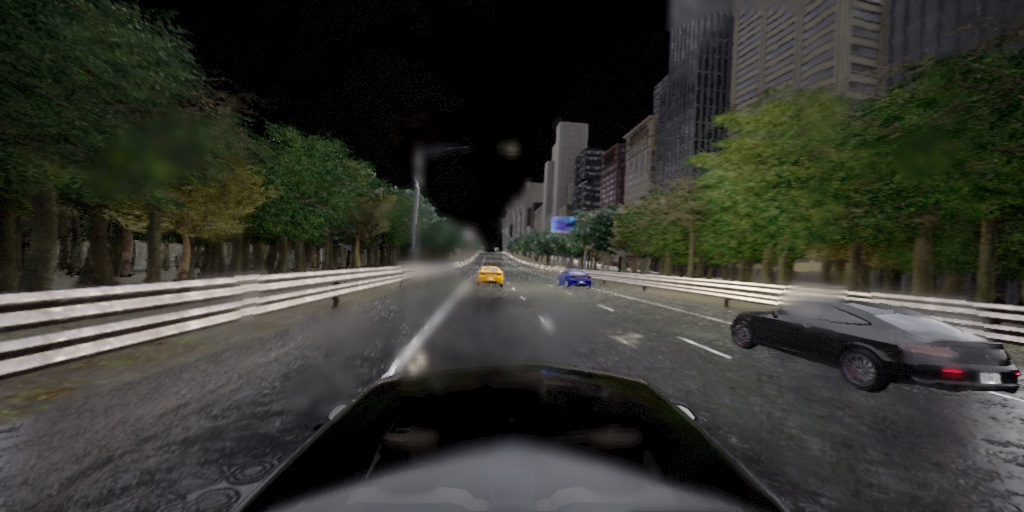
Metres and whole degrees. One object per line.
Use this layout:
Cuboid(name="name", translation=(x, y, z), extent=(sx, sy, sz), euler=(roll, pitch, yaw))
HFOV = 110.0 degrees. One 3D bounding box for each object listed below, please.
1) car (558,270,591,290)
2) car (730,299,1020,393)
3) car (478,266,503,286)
Cuboid(name="car", translation=(5.195, 1.904, 30.089), extent=(1.882, 1.535, 5.008), euler=(2, -1, -4))
Cuboid(name="car", translation=(6.763, 1.618, 7.475), extent=(1.812, 1.442, 4.674), euler=(2, -1, -4))
Cuboid(name="car", translation=(-1.778, 1.600, 29.602), extent=(1.882, 1.535, 5.008), euler=(2, -1, -4))
